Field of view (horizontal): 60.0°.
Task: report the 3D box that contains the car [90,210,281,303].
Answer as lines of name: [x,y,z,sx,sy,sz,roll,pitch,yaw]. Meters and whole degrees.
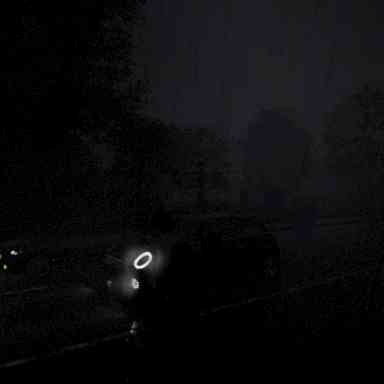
car: [0.100,1.355,8.352,4.553,1.767,2.097,0,0,-35]

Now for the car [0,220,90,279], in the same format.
car: [-3.499,1.567,10.089,4.181,1.385,1.994,0,0,-36]
